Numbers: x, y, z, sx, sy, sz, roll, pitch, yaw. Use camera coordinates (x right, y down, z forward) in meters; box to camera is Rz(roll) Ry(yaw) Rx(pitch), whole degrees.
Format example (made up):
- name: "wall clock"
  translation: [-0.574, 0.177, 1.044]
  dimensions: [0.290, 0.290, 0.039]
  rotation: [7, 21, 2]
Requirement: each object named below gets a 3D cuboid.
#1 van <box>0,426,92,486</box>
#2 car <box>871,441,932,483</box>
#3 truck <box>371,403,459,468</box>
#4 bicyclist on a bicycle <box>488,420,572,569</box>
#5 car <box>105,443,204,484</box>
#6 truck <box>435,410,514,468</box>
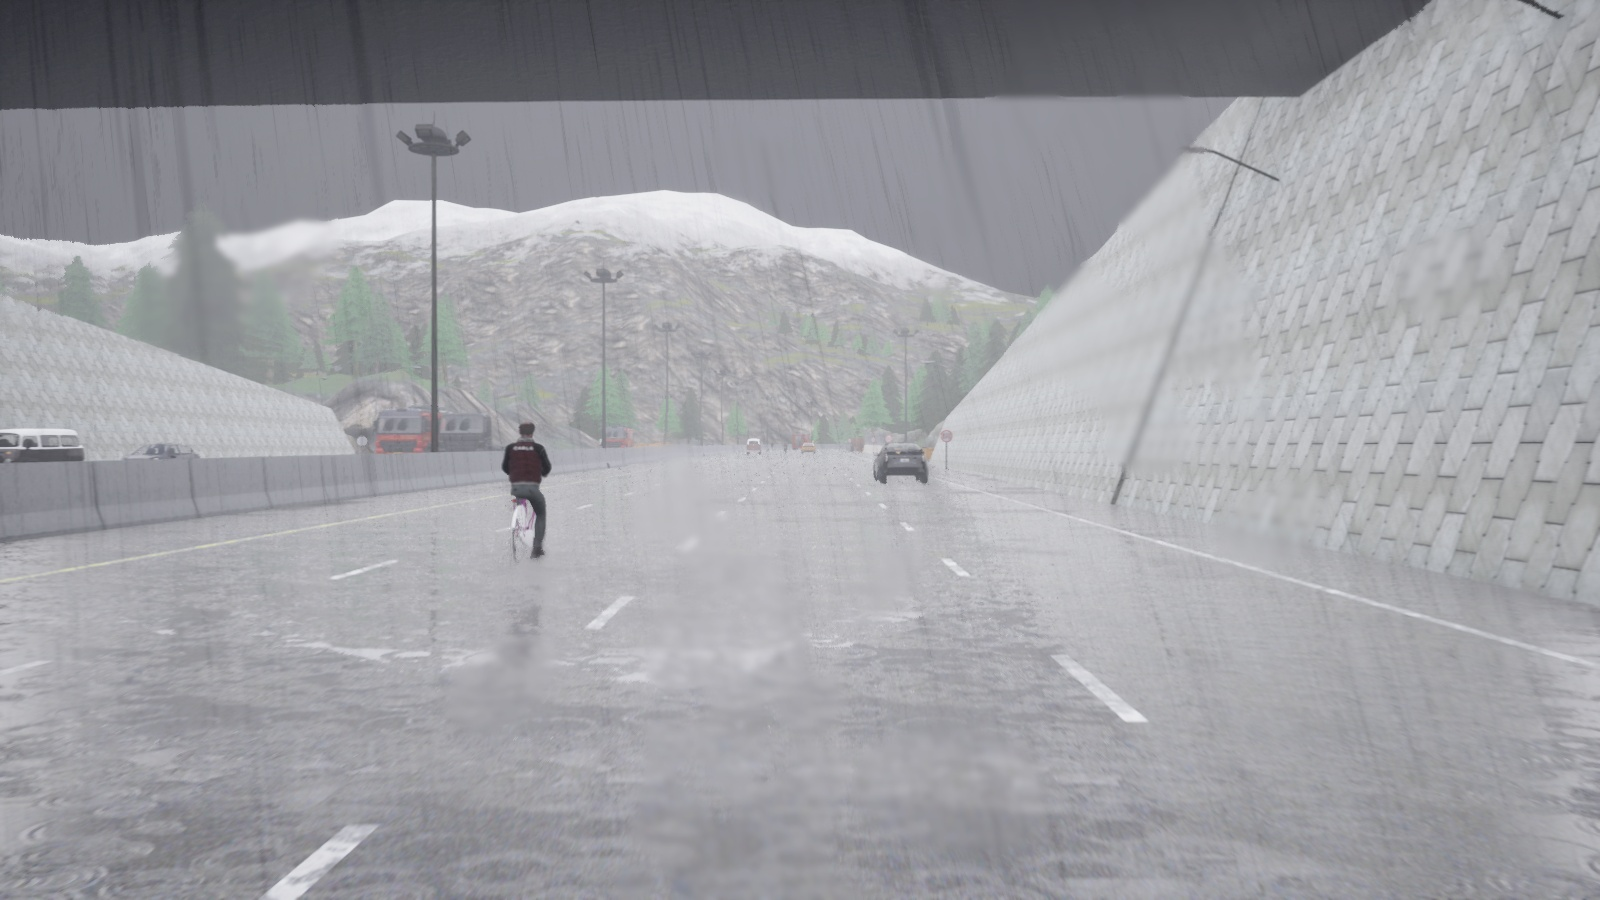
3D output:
- name: "van"
  translation: [-27.690, 0.194, 44.993]
  dimensions: [2.069, 2.038, 4.480]
  rotation: [0, 0, 0]
- name: "car"
  translation: [3.831, 0.425, 48.063]
  dimensions: [2.007, 1.525, 4.514]
  rotation: [0, 0, 0]
- name: "truck"
  translation: [-23.960, -0.881, 78.683]
  dimensions: [2.891, 3.827, 8.468]
  rotation: [0, 0, 0]
- name: "bicyclist on a bicycle"
  translation: [-3.388, 0.525, 15.903]
  dimensions: [0.659, 1.776, 1.843]
  rotation: [0, 1, 0]
- name: "car"
  translation: [-24.176, 0.475, 47.189]
  dimensions: [1.845, 1.501, 3.633]
  rotation: [0, 0, 0]
- name: "truck"
  translation: [-20.455, -0.700, 79.499]
  dimensions: [2.891, 3.462, 7.936]
  rotation: [0, 0, 0]
